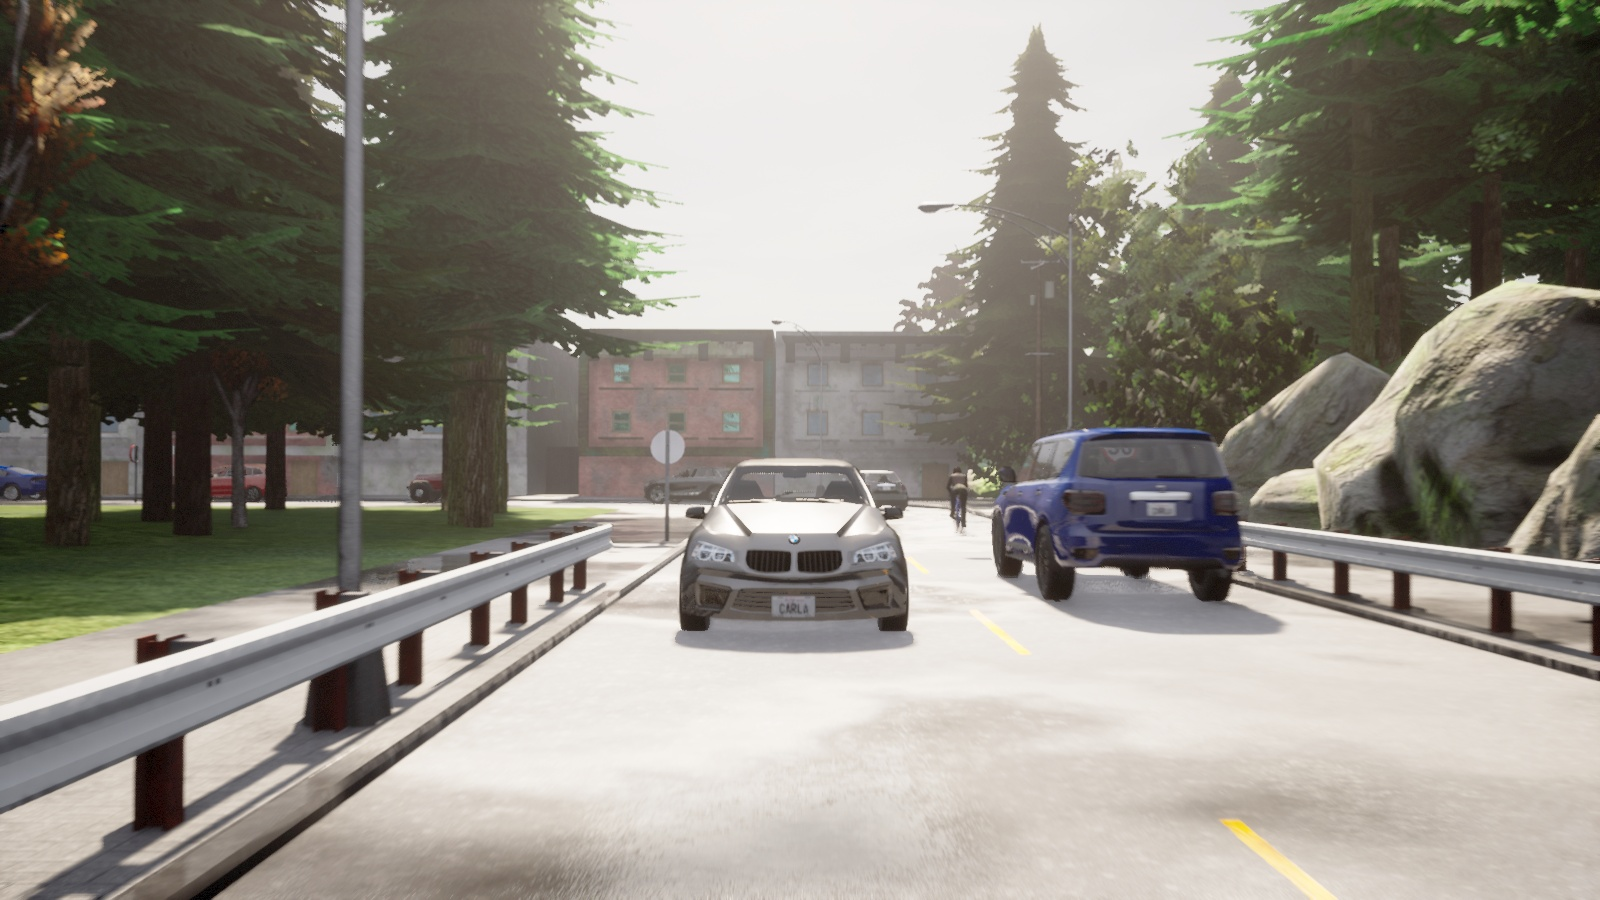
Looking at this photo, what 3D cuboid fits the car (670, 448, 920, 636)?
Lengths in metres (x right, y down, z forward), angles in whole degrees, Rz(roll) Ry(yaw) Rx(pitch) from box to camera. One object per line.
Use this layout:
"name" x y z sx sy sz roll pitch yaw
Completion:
"car" -0.053 0.857 13.559 2.242 1.667 4.611 0 -1 0

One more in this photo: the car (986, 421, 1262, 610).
"car" 3.936 0.758 16.459 2.150 2.045 5.566 0 -1 0

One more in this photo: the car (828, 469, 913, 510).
"car" 2.624 1.479 47.933 1.970 1.475 3.806 0 -1 -18

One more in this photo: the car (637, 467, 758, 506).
"car" -4.464 1.573 54.679 4.856 1.649 2.033 0 -1 23

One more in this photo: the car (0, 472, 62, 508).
"car" -35.574 1.753 55.340 5.008 1.535 1.882 0 -1 0

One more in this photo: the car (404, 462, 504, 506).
"car" -15.198 1.490 55.312 3.866 1.878 1.905 0 -1 0

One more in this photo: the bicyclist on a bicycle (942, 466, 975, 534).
"bicyclist on a bicycle" 3.878 1.206 30.831 0.582 1.620 1.656 0 -1 0

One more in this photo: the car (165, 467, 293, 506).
"car" -25.096 1.578 55.324 4.611 1.667 2.242 0 -1 0
